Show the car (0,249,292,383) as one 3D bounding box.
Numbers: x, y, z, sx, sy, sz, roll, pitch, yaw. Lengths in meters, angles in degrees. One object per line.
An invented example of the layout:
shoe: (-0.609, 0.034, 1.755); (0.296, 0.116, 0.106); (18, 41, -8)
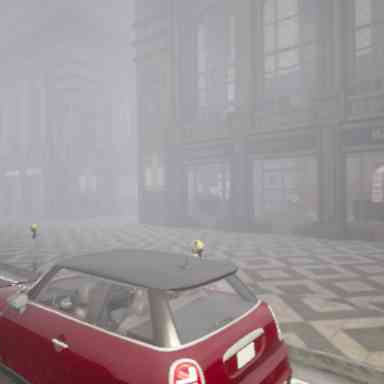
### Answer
car: (-1.046, 1.440, 4.068); (4.097, 1.590, 1.967); (-1, 0, 39)
